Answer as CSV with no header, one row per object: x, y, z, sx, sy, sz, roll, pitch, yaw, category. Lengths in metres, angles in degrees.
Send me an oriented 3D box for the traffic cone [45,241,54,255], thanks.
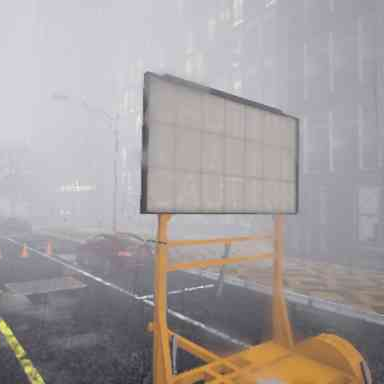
-6.474,2.531,15.063,0.340,0.580,0.340,3,-3,-38,traffic cone

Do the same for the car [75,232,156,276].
-2.821,2.092,12.059,1.802,1.307,4.206,3,-3,-38,car

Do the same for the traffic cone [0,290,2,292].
-5.076,2.259,8.508,0.340,0.580,0.340,3,-3,-38,traffic cone

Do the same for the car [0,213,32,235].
-13.472,2.491,25.403,1.802,1.307,4.206,3,-3,-38,car

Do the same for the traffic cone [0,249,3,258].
-8.036,2.443,13.818,0.340,0.580,0.340,3,-3,-38,traffic cone

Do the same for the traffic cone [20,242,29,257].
-7.255,2.487,14.441,0.340,0.580,0.340,3,-3,-38,traffic cone

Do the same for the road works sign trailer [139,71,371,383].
0.315,0.663,3.900,2.380,3.560,2.880,3,-3,-38,road works sign trailer
